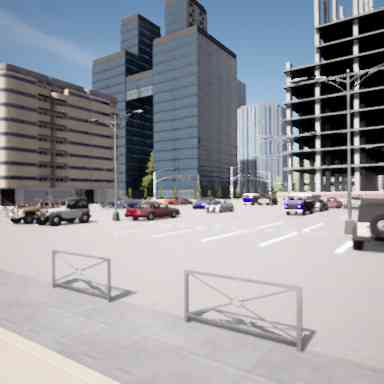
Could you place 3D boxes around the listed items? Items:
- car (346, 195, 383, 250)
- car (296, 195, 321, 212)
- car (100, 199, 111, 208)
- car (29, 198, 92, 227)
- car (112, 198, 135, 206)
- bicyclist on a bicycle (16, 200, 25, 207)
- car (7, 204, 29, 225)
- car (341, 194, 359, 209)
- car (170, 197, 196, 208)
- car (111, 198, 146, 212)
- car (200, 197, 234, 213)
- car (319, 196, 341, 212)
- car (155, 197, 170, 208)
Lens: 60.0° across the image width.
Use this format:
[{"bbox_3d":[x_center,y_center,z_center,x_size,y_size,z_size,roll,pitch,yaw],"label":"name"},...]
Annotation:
[{"bbox_3d":[7.287,1.168,12.587,1.905,1.878,3.866,-1,0,34],"label":"car"},{"bbox_3d":[16.259,1.524,45.785,1.970,1.475,3.806,-1,0,34],"label":"car"},{"bbox_3d":[-12.768,1.898,54.612,2.128,1.511,4.902,-1,0,34],"label":"car"},{"bbox_3d":[-8.995,1.358,23.540,1.905,1.878,3.866,-1,0,34],"label":"car"},{"bbox_3d":[-13.537,2.003,66.050,1.812,1.442,4.674,-1,-1,34],"label":"car"},{"bbox_3d":[-17.593,1.631,34.162,1.656,1.620,0.582,-1,0,34],"label":"bicyclist on a bicycle"},{"bbox_3d":[-11.362,1.383,25.205,1.932,1.855,4.605,-1,0,34],"label":"car"},{"bbox_3d":[20.907,1.228,42.705,1.932,1.855,4.605,-1,0,34],"label":"car"},{"bbox_3d":[-1.747,1.902,64.772,1.812,1.442,4.674,-1,0,34],"label":"car"},{"bbox_3d":[-9.980,1.722,52.490,2.097,1.767,4.553,-1,-1,34],"label":"car"},{"bbox_3d":[3.026,1.575,36.499,1.970,1.475,3.806,-1,0,34],"label":"car"},{"bbox_3d":[18.657,1.464,44.164,1.784,1.438,3.905,-1,0,34],"label":"car"},{"bbox_3d":[-4.672,1.762,66.697,2.097,1.767,4.553,-1,0,34],"label":"car"}]
